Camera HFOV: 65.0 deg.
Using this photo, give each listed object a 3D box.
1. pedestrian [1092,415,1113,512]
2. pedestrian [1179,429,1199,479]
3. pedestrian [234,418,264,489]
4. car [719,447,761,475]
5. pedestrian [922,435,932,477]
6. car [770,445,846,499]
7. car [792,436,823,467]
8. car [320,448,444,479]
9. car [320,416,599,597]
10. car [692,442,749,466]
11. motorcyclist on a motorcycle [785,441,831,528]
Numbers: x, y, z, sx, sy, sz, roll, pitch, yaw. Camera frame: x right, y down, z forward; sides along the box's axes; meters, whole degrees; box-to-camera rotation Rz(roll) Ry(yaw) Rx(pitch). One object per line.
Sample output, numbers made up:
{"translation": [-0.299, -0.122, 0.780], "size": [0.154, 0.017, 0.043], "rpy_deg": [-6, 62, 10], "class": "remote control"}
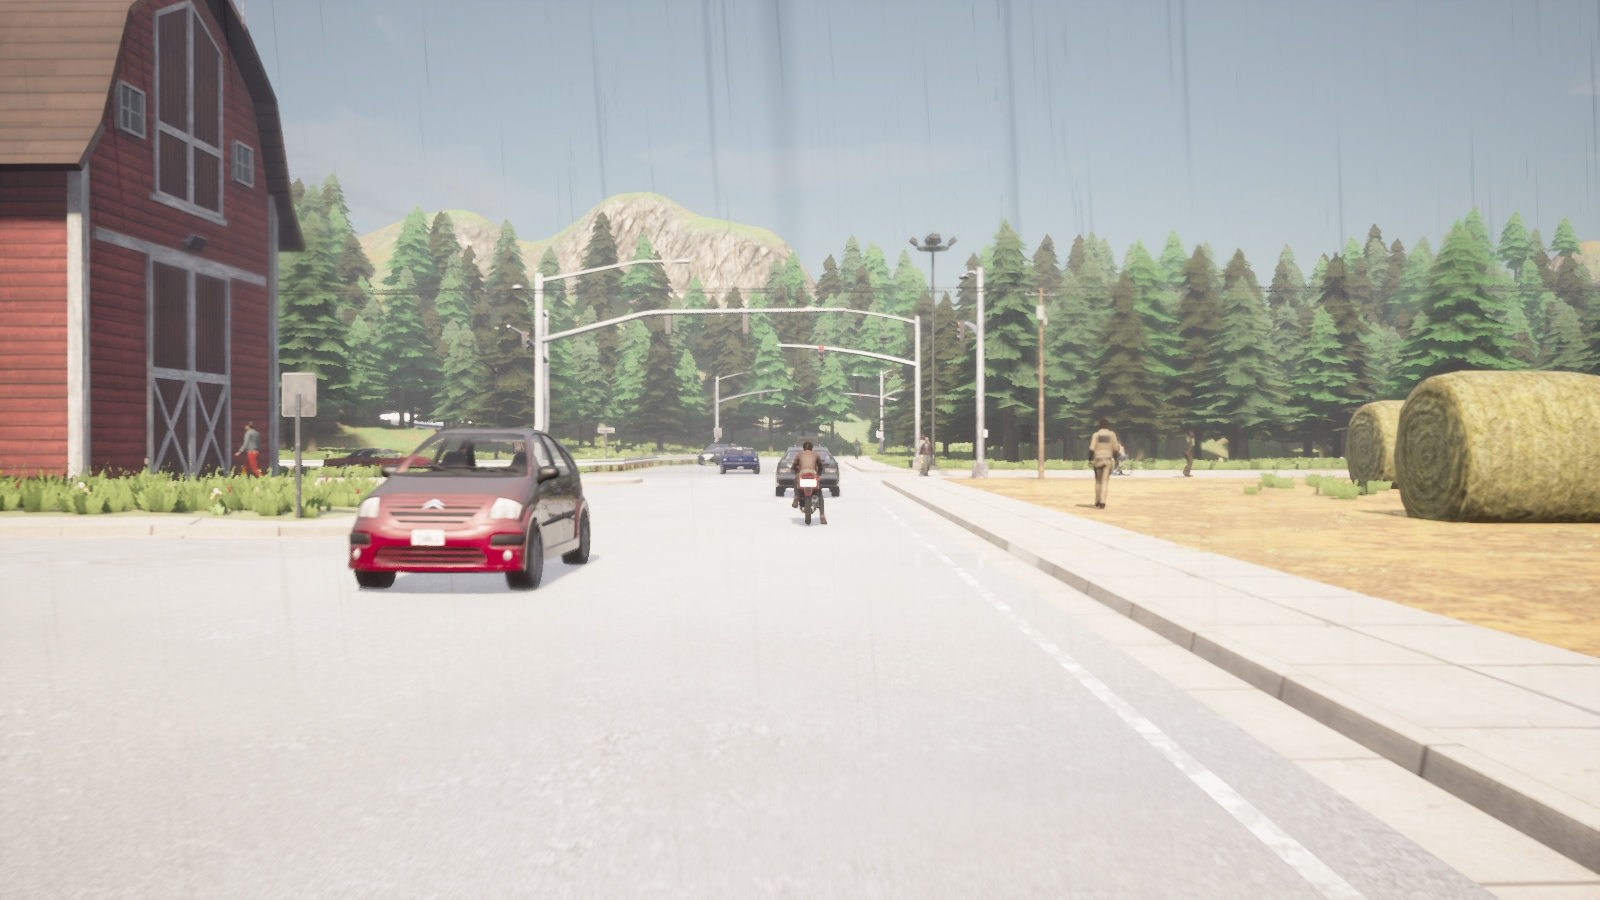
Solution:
{"translation": [6.089, 0.262, 25.297], "size": [0.396, 1.930, 0.692], "rpy_deg": [0, 0, 13], "class": "pedestrian"}
{"translation": [14.944, 0.151, 48.282], "size": [0.692, 1.930, 0.395], "rpy_deg": [0, 0, 10], "class": "pedestrian"}
{"translation": [-14.392, 0.092, 32.802], "size": [0.614, 1.847, 0.353], "rpy_deg": [0, 0, 0], "class": "pedestrian"}
{"translation": [-2.956, 0.507, 61.207], "size": [1.895, 1.301, 4.718], "rpy_deg": [0, 1, -4], "class": "car"}
{"translation": [5.612, 0.256, 55.604], "size": [0.376, 1.854, 0.720], "rpy_deg": [0, 0, 3], "class": "pedestrian"}
{"translation": [0.224, 0.587, 36.238], "size": [2.033, 1.411, 5.357], "rpy_deg": [0, 0, 0], "class": "car"}
{"translation": [0.462, 0.101, 78.480], "size": [1.905, 1.878, 3.866], "rpy_deg": [0, 0, 0], "class": "car"}
{"translation": [-18.026, 0.553, 54.330], "size": [4.718, 1.301, 1.895], "rpy_deg": [0, 0, 1], "class": "car"}
{"translation": [-3.403, 0.508, 13.365], "size": [1.851, 1.617, 3.988], "rpy_deg": [1, 0, 0], "class": "car"}
{"translation": [-5.181, 0.235, 82.248], "size": [2.128, 1.511, 4.902], "rpy_deg": [0, 0, 17], "class": "car"}
{"translation": [0.146, 0.599, 22.944], "size": [0.797, 1.523, 2.044], "rpy_deg": [0, 0, 0], "class": "motorcyclist on a motorcycle"}
